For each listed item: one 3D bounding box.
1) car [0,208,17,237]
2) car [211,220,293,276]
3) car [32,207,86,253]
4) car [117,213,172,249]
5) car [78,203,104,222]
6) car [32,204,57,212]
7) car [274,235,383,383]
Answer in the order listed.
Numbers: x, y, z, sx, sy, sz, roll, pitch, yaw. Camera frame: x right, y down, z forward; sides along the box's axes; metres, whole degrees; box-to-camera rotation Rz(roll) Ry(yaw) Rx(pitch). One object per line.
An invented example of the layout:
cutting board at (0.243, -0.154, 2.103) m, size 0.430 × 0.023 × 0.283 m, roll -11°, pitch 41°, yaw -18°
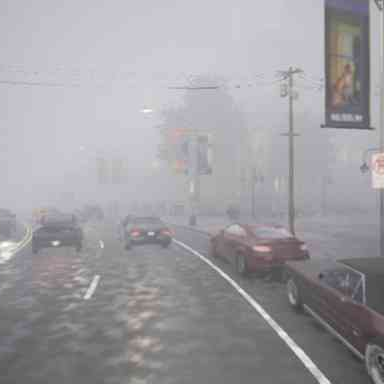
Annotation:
car at (-11.181, 1.670, 18.955) m, size 1.882 × 1.535 × 5.008 m, roll 0°, pitch -1°, yaw -24°
car at (1.966, 1.621, 10.728) m, size 2.002 × 1.452 × 4.674 m, roll 0°, pitch -1°, yaw -12°
car at (-5.785, 1.653, 14.655) m, size 1.837 × 1.490 × 4.892 m, roll 0°, pitch 0°, yaw -18°
car at (-2.334, 1.696, 15.380) m, size 2.033 × 1.411 × 5.357 m, roll 0°, pitch -1°, yaw -17°
car at (-9.513, 1.806, 30.380) m, size 1.837 × 1.490 × 4.892 m, roll 0°, pitch 0°, yaw -32°
car at (-12.571, 1.763, 28.674) m, size 1.882 × 1.535 × 5.008 m, roll 0°, pitch 0°, yaw -32°
car at (2.924, 1.641, 5.077) m, size 1.895 × 1.301 × 4.718 m, roll 0°, pitch -1°, yaw -2°
